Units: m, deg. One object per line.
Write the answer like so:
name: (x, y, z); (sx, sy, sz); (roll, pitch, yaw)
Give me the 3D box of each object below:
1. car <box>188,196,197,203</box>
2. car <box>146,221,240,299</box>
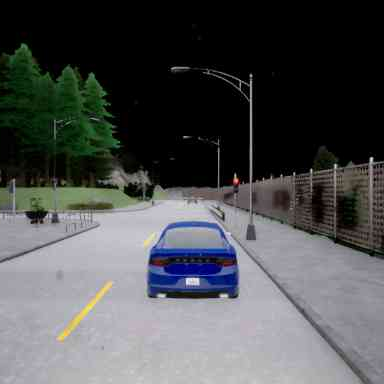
car: (0.099, 1.547, 67.149); (2.033, 1.411, 5.357); (0, 0, 0)
car: (0.034, 1.478, 8.519); (1.882, 1.535, 5.008); (0, 0, 0)
